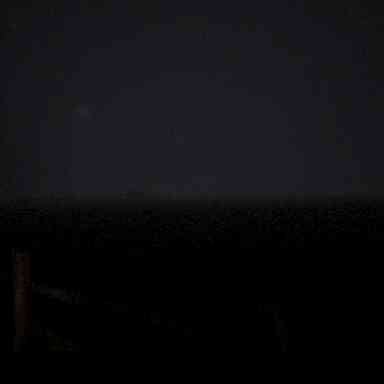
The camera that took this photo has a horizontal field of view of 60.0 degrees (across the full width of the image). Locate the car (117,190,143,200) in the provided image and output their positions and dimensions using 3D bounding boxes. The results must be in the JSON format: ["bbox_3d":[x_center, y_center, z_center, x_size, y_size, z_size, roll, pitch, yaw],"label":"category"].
[{"bbox_3d":[-12.180,0.566,65.739,2.150,2.045,5.566,1,2,35],"label":"car"}]
